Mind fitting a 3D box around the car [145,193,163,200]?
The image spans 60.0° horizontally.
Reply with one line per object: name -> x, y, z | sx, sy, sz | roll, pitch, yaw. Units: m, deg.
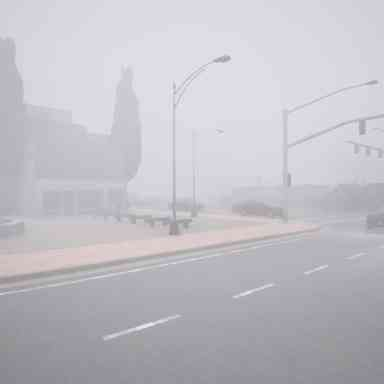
car -> -10.050, 1.153, 88.053 | 4.605, 1.855, 1.932 | 0, 0, -42

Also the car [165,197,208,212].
car -> -0.739, 1.601, 38.616 | 1.895, 1.301, 4.718 | 0, 0, -40

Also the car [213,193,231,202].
car -> 6.855, 1.395, 69.078 | 3.806, 1.475, 1.970 | 0, 0, -42

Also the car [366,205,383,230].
car -> 12.309, 1.477, 20.238 | 5.008, 1.535, 1.882 | 0, 0, -42

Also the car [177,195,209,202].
car -> -0.543, 1.491, 43.800 | 2.128, 1.511, 4.902 | 0, 0, -40

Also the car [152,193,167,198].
car -> -5.945, 1.477, 61.224 | 1.882, 1.535, 5.008 | 0, 0, -40

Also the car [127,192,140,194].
car -> -12.615, 1.098, 69.015 | 2.150, 2.045, 5.566 | 0, 0, -40

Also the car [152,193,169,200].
car -> -8.163, 1.156, 85.858 | 3.866, 1.878, 1.905 | 0, 0, -42

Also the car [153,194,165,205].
car -> -7.323, 1.490, 57.520 | 2.128, 1.511, 4.902 | 0, 0, -41

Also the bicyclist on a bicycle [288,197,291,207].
bicyclist on a bicycle -> 12.889, 1.261, 44.859 | 1.656, 1.620, 0.582 | -7, 4, -40

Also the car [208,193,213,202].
car -> 4.935, 1.156, 71.245 | 3.866, 1.878, 1.905 | 0, 0, -42

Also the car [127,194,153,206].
car -> -8.800, 1.477, 53.582 | 1.882, 1.535, 5.008 | 0, 0, -40

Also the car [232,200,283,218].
car -> 6.328, 1.478, 30.280 | 1.882, 1.535, 5.008 | 0, 0, -40
